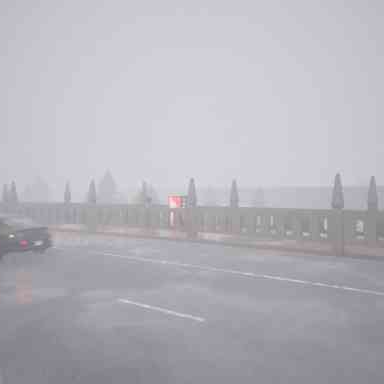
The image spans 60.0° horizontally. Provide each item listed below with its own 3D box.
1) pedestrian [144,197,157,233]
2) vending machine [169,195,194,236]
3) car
[{"bbox_3d":[-2.123,1.141,16.820,0.375,1.860,0.375,0,0,30],"label":"pedestrian"},{"bbox_3d":[-0.562,1.195,17.624,0.880,2.100,1.100,0,0,30],"label":"vending machine"},{"bbox_3d":[-7.114,1.525,12.171,4.674,1.442,1.812,0,0,29],"label":"car"}]
